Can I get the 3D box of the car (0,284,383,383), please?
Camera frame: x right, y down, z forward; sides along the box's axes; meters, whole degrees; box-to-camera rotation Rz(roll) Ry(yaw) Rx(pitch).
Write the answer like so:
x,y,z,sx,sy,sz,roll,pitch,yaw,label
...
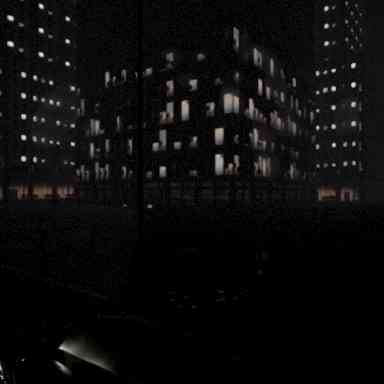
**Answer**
x,y,z,sx,sy,sz,roll,pitch,yaw,label
-0.181,1.563,3.034,4.313,1.339,1.947,1,-1,37,car
